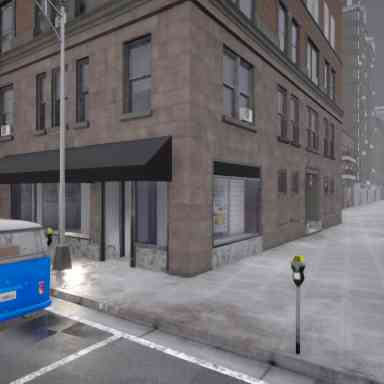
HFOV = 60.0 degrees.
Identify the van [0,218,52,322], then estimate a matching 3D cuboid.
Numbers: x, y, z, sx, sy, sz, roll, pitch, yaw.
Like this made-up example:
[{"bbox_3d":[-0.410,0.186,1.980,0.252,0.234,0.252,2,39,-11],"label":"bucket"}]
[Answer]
[{"bbox_3d":[-4.298,1.340,6.085,3.998,1.788,1.690,0,0,35],"label":"van"}]
